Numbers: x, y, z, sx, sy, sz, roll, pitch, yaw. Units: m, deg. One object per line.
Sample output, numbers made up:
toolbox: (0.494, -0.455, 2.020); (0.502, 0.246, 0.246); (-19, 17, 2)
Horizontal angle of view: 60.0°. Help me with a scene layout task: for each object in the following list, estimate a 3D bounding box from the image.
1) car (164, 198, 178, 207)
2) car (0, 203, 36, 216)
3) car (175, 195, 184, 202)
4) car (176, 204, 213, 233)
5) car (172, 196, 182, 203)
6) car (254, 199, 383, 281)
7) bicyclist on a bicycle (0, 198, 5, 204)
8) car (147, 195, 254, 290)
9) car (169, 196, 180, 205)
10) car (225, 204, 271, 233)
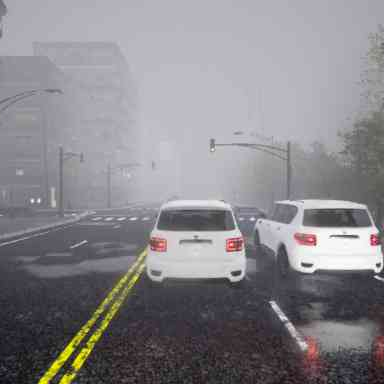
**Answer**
car: (-3.280, 1.621, 52.778); (1.895, 1.301, 4.718); (0, 0, 0)
car: (-19.033, 1.845, 34.868); (4.718, 1.301, 1.895); (-1, 0, -3)
car: (-3.156, 1.588, 82.317); (2.033, 1.411, 5.357); (0, 0, 0)
car: (0.124, 1.551, 20.897); (2.033, 1.411, 5.357); (0, 0, 0)
car: (-3.169, 1.537, 71.992); (1.837, 1.490, 4.892); (0, 0, 0)
car: (3.363, 1.224, 10.009); (2.150, 2.045, 5.566); (0, 0, 0)
bicyclist on a bicycle: (-24.828, 1.591, 43.517); (0.582, 1.620, 1.656); (-1, 0, -1)
car: (0.108, 1.222, 9.218); (2.150, 2.045, 5.566); (0, 0, 1)
car: (-3.248, 1.553, 61.697); (1.812, 1.442, 4.674); (0, 0, 0)
car: (3.375, 1.551, 21.097); (2.033, 1.411, 5.357); (0, 0, 0)
